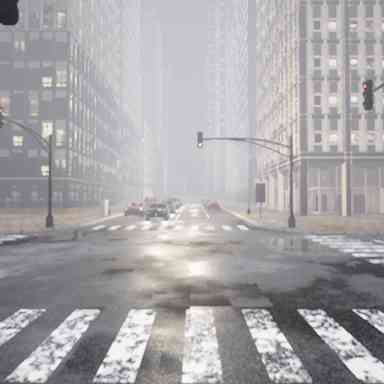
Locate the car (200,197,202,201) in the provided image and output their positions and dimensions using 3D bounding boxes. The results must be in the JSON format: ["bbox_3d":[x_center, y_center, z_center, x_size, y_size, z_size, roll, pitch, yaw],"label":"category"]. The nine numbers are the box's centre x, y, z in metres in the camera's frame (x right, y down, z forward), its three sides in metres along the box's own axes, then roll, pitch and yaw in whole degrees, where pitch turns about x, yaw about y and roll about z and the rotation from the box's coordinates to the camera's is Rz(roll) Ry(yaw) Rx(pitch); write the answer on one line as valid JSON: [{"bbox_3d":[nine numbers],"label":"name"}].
[{"bbox_3d":[2.918,1.929,61.384,1.947,1.339,4.313,1,0,0],"label":"car"}]

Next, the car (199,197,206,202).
[{"bbox_3d":[3.035,2.107,94.846,1.887,1.381,4.507,1,0,0],"label":"car"}]

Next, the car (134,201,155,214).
[{"bbox_3d":[-5.541,1.812,39.044,1.802,1.307,4.206,1,0,0],"label":"car"}]

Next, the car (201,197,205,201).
[{"bbox_3d":[2.900,1.857,55.977,1.752,1.417,4.829,1,0,0],"label":"car"}]

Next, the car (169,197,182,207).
[{"bbox_3d":[-2.854,1.696,58.133,2.097,1.767,4.553,0,0,1],"label":"car"}]

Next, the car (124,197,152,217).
[{"bbox_3d":[-5.557,1.638,33.469,1.967,1.590,4.097,1,0,0],"label":"car"}]

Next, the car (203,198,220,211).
[{"bbox_3d":[2.858,1.846,44.651,1.802,1.307,4.206,1,0,0],"label":"car"}]

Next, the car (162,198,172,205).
[{"bbox_3d":[-5.424,1.973,72.494,1.887,1.381,4.507,1,0,0],"label":"car"}]

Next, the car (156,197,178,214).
[{"bbox_3d":[-2.962,1.738,39.424,1.837,1.490,4.892,0,0,0],"label":"car"}]

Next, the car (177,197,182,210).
[{"bbox_3d":[-2.926,1.638,48.480,2.097,1.767,4.553,0,0,0],"label":"car"}]

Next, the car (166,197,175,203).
[{"bbox_3d":[-5.385,2.040,83.644,1.887,1.381,4.507,1,0,0],"label":"car"}]

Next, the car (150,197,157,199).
[{"bbox_3d":[-5.516,1.579,44.620,2.192,1.841,5.009,1,0,0],"label":"car"}]

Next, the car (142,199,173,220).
[{"bbox_3d":[-2.995,1.682,30.008,1.837,1.490,4.892,0,0,0],"label":"car"}]
